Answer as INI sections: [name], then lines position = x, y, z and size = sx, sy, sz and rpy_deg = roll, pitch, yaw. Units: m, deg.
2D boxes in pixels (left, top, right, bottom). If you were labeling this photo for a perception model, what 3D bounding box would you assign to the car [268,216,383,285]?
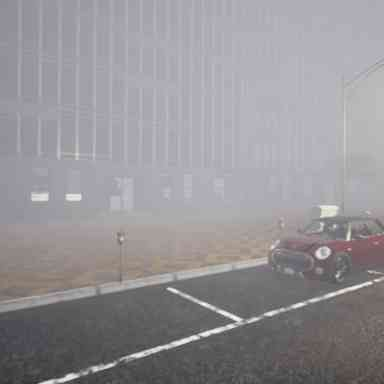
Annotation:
[car]
position = 4.048, 1.443, 9.437
size = 4.097, 1.590, 1.967
rpy_deg = 0, 1, -36
